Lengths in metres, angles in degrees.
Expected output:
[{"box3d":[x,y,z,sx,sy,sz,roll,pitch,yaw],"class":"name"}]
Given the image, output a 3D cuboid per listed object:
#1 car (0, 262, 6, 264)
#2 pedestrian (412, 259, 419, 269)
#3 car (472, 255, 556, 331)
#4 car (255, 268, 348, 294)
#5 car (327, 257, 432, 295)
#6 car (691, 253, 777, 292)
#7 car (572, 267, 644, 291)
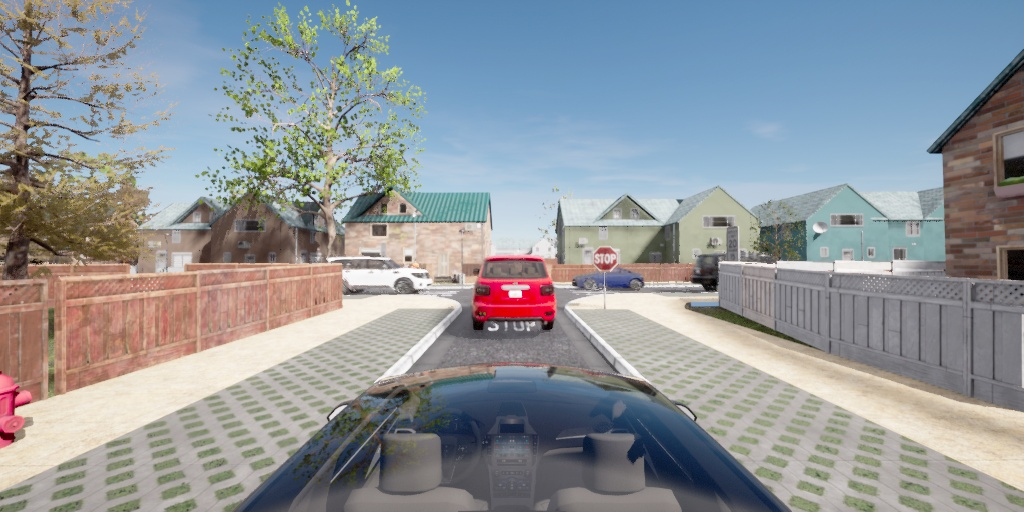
[{"box3d":[-33.945,1.422,22.310,5.566,2.045,2.150,-1,-1,1],"class":"car"},{"box3d":[-6.668,1.117,24.815,0.375,1.860,0.375,0,-1,1],"class":"pedestrian"},{"box3d":[-0.036,0.977,11.133,2.150,2.045,5.566,0,0,-3],"class":"car"},{"box3d":[-12.795,1.490,21.986,4.674,1.442,1.812,-1,-1,1],"class":"car"},{"box3d":[-7.126,1.052,18.961,5.566,2.045,2.150,-1,-1,1],"class":"car"},{"box3d":[12.355,0.876,18.668,5.566,2.045,2.150,-1,-1,1],"class":"car"},{"box3d":[5.768,1.349,21.710,4.181,1.385,1.994,-1,-1,1],"class":"car"}]
